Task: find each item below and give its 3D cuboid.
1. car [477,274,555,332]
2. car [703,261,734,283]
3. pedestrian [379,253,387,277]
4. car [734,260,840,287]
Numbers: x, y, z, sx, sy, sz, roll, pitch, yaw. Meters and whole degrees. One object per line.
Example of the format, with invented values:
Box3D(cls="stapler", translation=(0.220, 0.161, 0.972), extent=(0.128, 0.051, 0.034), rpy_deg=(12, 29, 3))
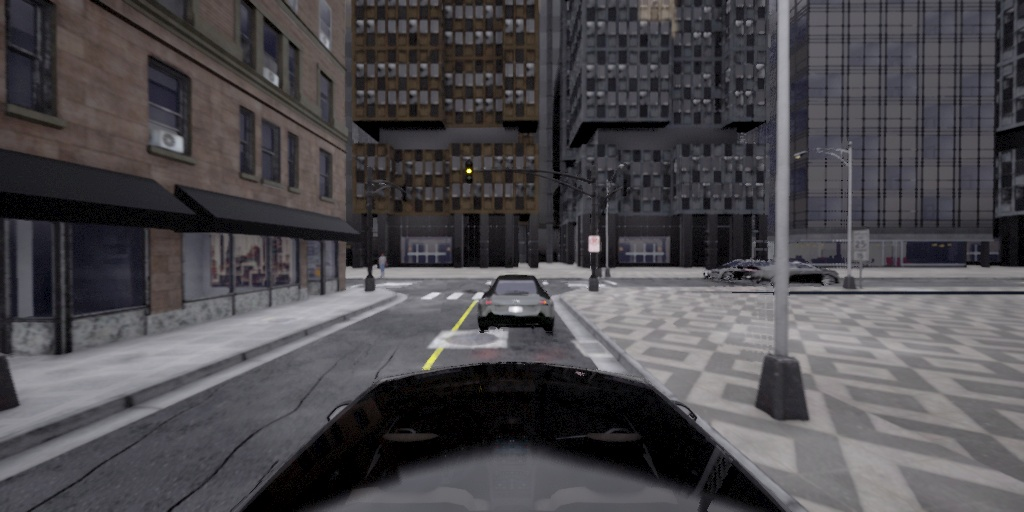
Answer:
Box3D(cls="car", translation=(0.146, 1.227, 10.563), extent=(1.994, 1.385, 4.181), rpy_deg=(0, 1, 2))
Box3D(cls="car", translation=(15.560, 0.997, 24.196), extent=(4.902, 1.511, 2.128), rpy_deg=(0, 1, 1))
Box3D(cls="pedestrian", translation=(-9.888, 0.650, 27.455), extent=(0.375, 1.860, 0.375), rpy_deg=(0, 1, 1))
Box3D(cls="car", translation=(16.320, 1.026, 21.035), extent=(4.902, 1.511, 2.128), rpy_deg=(0, 1, 1))
